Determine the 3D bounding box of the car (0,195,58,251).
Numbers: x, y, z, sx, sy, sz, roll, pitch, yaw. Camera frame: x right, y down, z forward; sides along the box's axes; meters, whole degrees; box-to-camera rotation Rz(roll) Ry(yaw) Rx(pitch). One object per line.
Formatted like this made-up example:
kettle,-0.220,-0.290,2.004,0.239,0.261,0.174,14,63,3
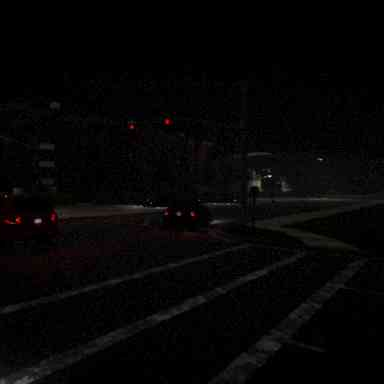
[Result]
car,-7.899,1.153,13.894,5.566,2.045,2.150,0,0,35

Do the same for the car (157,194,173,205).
car,-1.935,1.413,45.666,2.033,1.411,5.357,0,0,35

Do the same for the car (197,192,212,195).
car,2.099,1.052,63.547,2.150,2.045,5.566,0,0,36

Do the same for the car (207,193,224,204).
car,5.184,1.353,61.866,1.837,1.490,4.892,0,0,35

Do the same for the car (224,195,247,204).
car,8.355,1.370,60.308,1.837,1.490,4.892,0,0,35

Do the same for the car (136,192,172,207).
car,-4.859,1.070,47.584,2.150,2.045,5.566,0,0,35

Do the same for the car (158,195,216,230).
car,-0.174,1.293,21.042,2.097,1.767,4.553,1,0,15
